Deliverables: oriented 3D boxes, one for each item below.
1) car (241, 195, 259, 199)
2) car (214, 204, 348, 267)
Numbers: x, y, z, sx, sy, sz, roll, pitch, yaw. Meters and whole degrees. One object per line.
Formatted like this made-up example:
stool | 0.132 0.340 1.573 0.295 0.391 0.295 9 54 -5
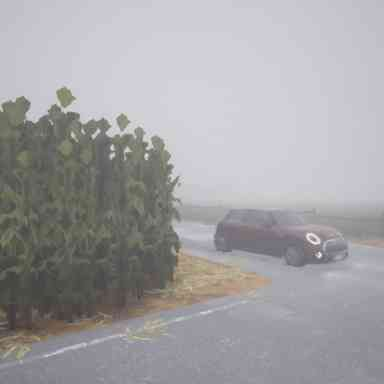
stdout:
car | 12.315 1.339 69.027 4.553 1.767 2.097 0 0 -35
car | 2.915 1.351 11.590 2.097 1.767 4.553 0 0 -40
